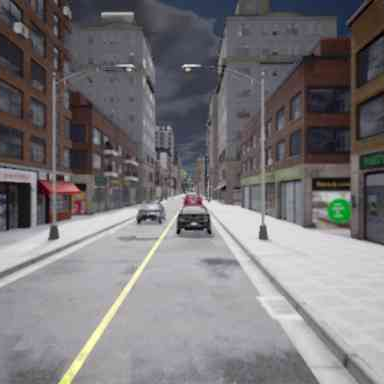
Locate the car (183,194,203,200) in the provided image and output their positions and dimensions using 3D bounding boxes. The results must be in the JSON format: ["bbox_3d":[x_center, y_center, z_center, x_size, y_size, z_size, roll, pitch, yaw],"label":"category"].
[{"bbox_3d":[0.108,1.233,38.168,2.150,2.045,5.566,0,0,0],"label":"car"}]

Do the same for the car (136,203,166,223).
[{"bbox_3d":[-2.994,1.553,25.468,2.033,1.411,5.357,0,0,0],"label":"car"}]

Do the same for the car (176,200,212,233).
[{"bbox_3d":[0.105,1.479,19.483,1.882,1.535,5.008,0,0,0],"label":"car"}]
